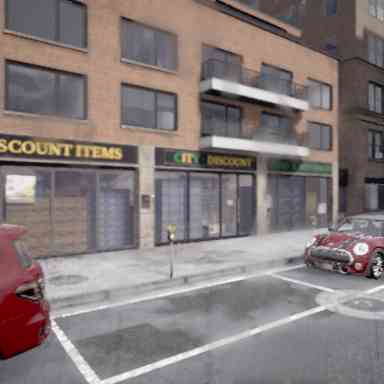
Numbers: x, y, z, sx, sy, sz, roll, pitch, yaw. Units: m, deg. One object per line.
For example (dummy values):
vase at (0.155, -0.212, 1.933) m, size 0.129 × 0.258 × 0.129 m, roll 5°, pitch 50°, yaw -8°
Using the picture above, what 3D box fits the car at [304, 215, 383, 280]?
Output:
car at (5.180, 1.432, 9.883) m, size 4.097 × 1.590 × 1.967 m, roll 0°, pitch 0°, yaw -36°

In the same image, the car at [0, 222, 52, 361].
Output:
car at (-4.071, 1.316, 3.283) m, size 5.009 × 1.841 × 2.192 m, roll 0°, pitch 0°, yaw -36°
